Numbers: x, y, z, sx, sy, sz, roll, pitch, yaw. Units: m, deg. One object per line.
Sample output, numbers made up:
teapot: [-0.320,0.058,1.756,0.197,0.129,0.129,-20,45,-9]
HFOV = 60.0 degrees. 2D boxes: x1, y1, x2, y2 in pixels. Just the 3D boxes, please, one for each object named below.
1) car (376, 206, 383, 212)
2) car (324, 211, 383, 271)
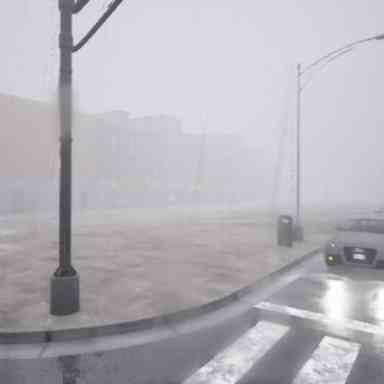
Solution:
car: [11.441,1.449,18.714,1.812,1.442,4.674,0,0,35]
car: [5.571,1.518,10.400,1.994,1.385,4.181,0,0,36]
